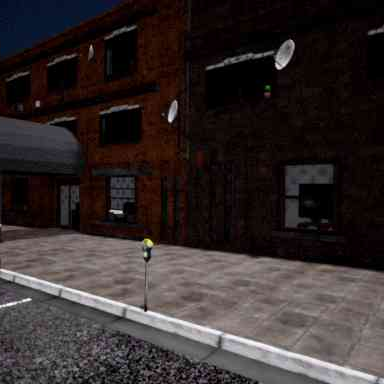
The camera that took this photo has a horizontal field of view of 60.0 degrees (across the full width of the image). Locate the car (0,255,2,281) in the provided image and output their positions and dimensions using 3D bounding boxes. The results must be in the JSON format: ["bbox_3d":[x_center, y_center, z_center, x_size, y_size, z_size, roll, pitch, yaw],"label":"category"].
[{"bbox_3d":[-6.358,1.502,7.893,4.892,1.490,1.837,0,0,36],"label":"car"}]
